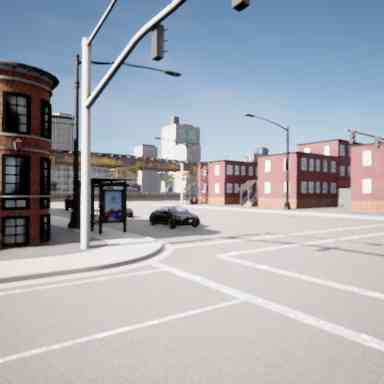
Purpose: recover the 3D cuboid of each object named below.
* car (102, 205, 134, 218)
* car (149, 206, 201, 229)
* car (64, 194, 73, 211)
[{"bbox_3d":[-7.046,1.613,30.771,1.812,1.442,4.674,1,0,-35],"label":"car"},{"bbox_3d":[-1.239,1.651,22.574,1.994,1.385,4.181,1,0,-35],"label":"car"},{"bbox_3d":[-13.708,1.310,40.174,2.150,2.045,5.566,1,-1,-36],"label":"car"}]
